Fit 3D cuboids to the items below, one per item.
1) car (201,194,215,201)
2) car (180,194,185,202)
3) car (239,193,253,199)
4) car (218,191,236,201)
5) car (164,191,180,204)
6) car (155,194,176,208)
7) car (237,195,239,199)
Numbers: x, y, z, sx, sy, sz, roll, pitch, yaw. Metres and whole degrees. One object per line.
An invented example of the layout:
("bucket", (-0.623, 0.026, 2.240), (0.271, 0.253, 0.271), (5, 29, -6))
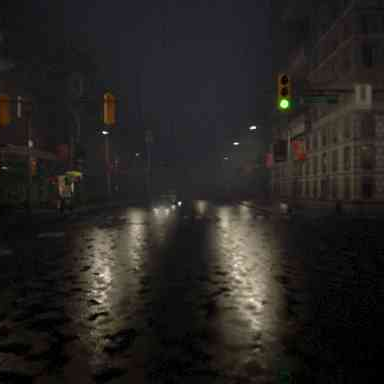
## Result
("car", (3.268, 1.053, 69.439), (1.812, 1.442, 4.674), (0, 0, 22))
("car", (-2.578, 1.057, 62.077), (1.882, 1.535, 5.008), (0, 0, 10))
("car", (12.563, 0.946, 78.345), (1.882, 1.535, 5.008), (0, 1, 41))
("car", (7.171, 0.883, 69.643), (2.097, 1.767, 4.553), (0, 0, 25))
("car", (-3.507, 0.869, 51.927), (2.150, 2.045, 5.566), (0, 0, 0))
("car", (-3.505, 1.264, 41.790), (2.033, 1.411, 5.357), (0, 0, 0))
("car", (8.222, 0.682, 78.429), (2.150, 2.045, 5.566), (0, 0, 38))
